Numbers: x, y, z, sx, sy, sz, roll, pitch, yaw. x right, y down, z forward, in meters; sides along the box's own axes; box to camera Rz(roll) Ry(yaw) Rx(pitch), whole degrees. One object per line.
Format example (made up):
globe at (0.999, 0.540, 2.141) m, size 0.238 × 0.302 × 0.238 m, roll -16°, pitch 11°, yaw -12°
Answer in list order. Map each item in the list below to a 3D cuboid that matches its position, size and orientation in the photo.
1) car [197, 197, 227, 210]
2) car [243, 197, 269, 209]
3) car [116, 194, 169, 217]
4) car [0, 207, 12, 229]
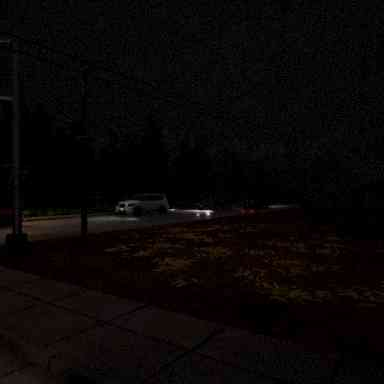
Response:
car at (2.535, 1.408, 41.254) m, size 1.837 × 1.490 × 4.892 m, roll 0°, pitch 0°, yaw 37°
car at (8.305, 1.359, 42.856) m, size 2.128 × 1.511 × 4.902 m, roll 0°, pitch 0°, yaw 37°
car at (-4.585, 1.189, 31.664) m, size 2.150 × 2.045 × 5.566 m, roll 0°, pitch 0°, yaw 36°
car at (-13.181, 1.516, 20.056) m, size 1.882 × 1.535 × 5.008 m, roll 0°, pitch 0°, yaw 36°
